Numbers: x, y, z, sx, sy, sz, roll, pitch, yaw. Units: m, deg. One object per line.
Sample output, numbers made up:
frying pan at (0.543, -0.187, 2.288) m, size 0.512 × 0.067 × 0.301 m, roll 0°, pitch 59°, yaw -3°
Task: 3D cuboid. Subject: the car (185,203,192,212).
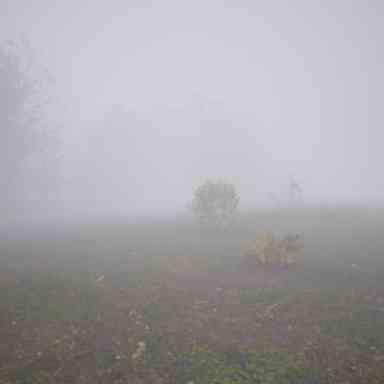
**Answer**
car at (1.419, 1.294, 33.629) m, size 1.895 × 1.301 × 4.718 m, roll -1°, pitch 0°, yaw 35°
